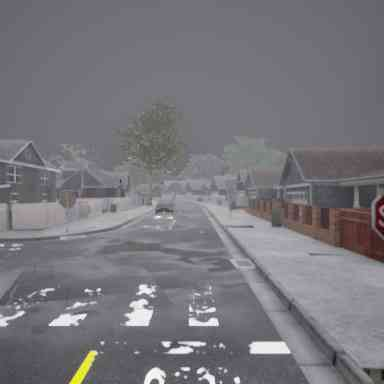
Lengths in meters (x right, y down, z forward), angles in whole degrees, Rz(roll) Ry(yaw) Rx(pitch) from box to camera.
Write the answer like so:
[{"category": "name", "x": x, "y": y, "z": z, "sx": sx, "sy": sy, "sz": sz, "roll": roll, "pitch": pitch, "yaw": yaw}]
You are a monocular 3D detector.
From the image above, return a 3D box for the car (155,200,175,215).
[{"category": "car", "x": -2.728, "y": 1.556, "z": 34.710, "sx": 2.033, "sy": 1.411, "sz": 5.357, "roll": 0, "pitch": 0, "yaw": 0}]
